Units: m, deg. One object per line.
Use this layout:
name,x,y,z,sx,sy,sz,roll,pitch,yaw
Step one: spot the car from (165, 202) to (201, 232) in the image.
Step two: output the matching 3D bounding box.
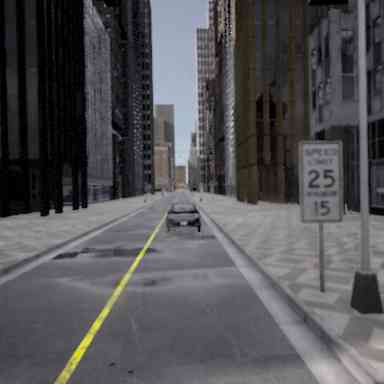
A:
car,-0.485,1.342,19.026,2.128,1.511,4.902,-1,0,-2
